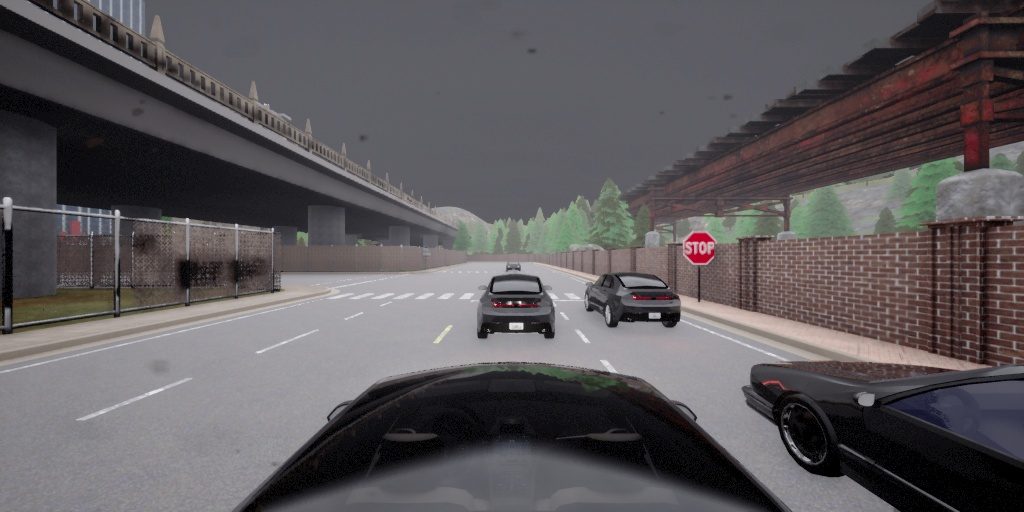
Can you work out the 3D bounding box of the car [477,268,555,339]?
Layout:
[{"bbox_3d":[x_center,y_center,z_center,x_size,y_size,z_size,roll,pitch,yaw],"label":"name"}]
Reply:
[{"bbox_3d":[0.095,1.255,10.083,1.837,1.490,4.892,0,0,0],"label":"car"}]

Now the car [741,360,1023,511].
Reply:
[{"bbox_3d":[3.600,1.297,1.697,2.033,1.411,5.357,0,0,0],"label":"car"}]

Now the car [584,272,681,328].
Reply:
[{"bbox_3d":[3.596,1.255,11.443,1.837,1.490,4.892,0,0,0],"label":"car"}]

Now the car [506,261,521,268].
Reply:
[{"bbox_3d":[0.166,1.351,46.360,1.895,1.301,4.718,0,0,-1],"label":"car"}]
